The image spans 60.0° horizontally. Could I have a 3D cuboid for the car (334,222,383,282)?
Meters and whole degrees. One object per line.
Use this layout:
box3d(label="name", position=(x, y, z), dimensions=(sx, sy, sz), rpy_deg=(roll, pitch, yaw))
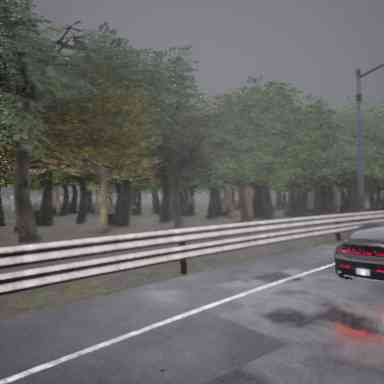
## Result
box3d(label="car", position=(5.745, 1.607, 9.321), dimensions=(4.892, 1.490, 1.837), rpy_deg=(0, -2, -42))
